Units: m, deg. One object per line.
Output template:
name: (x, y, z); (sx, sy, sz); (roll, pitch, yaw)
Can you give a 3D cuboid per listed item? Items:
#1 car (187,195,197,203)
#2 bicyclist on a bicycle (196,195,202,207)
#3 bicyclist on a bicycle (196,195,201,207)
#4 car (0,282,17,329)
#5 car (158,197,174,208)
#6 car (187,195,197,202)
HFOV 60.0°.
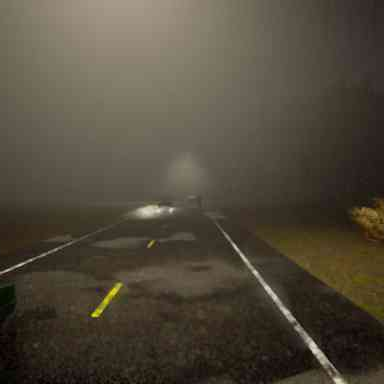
car: (0.003, 1.483, 62.726); (1.895, 1.301, 4.718); (0, 0, 0)
bicyclist on a bicycle: (0.962, 1.294, 40.320); (0.659, 1.776, 1.843); (0, 0, 0)
bicyclist on a bicycle: (0.962, 1.278, 49.320); (0.659, 1.776, 1.843); (0, 0, 0)
car: (-3.600, 1.595, 2.831); (1.895, 1.301, 4.718); (0, 0, 0)
car: (-3.584, 1.391, 46.053); (1.882, 1.535, 5.008); (0, 0, 0)
car: (-0.001, 1.375, 76.773); (2.128, 1.511, 4.902); (0, 0, 0)
